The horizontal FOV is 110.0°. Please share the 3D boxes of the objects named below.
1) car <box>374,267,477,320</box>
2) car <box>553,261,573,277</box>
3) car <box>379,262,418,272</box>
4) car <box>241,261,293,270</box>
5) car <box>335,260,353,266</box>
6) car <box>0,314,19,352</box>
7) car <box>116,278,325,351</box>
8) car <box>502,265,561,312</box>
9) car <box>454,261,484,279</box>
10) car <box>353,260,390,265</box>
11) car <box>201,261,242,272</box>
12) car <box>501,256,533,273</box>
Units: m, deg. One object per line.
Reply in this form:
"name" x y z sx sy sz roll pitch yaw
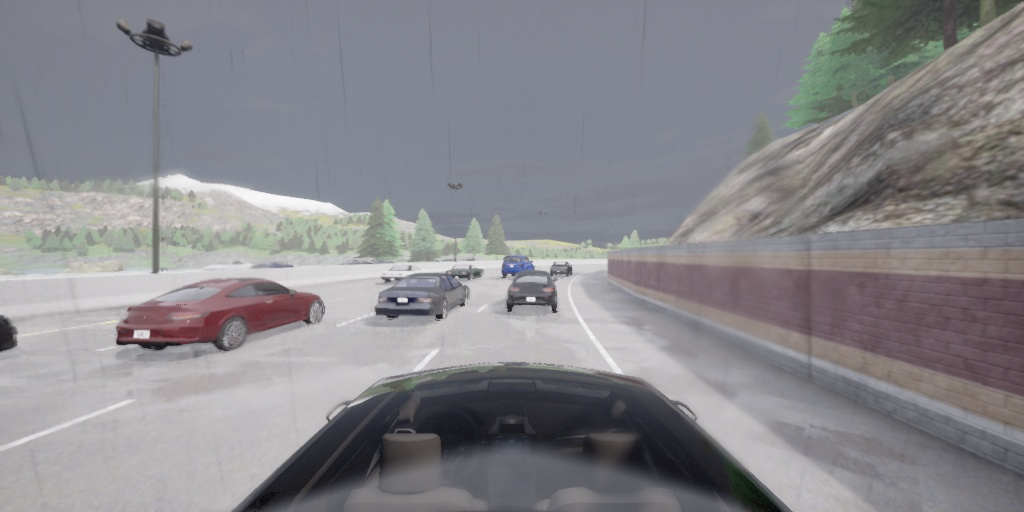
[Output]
"car" -2.851 1.289 12.570 2.033 1.411 5.357 0 0 5
"car" 5.005 1.260 36.016 2.128 1.511 4.902 0 0 15
"car" -7.878 1.327 27.046 1.895 1.301 4.718 0 0 11
"car" -24.056 1.239 35.893 1.994 1.385 4.181 0 0 13
"car" -18.807 1.184 42.462 2.128 1.511 4.902 0 0 16
"car" -10.271 1.222 4.666 1.837 1.490 4.892 0 0 1
"car" -6.599 1.255 8.804 1.812 1.442 4.674 0 0 3
"car" 0.849 1.279 14.247 1.812 1.442 4.674 0 0 5
"car" -3.781 1.341 29.683 1.895 1.301 4.718 0 0 12
"car" -15.447 1.195 41.456 2.128 1.511 4.902 0 0 16
"car" -27.764 1.189 35.362 1.812 1.442 4.674 0 0 13
"car" 0.608 0.976 33.159 2.150 2.045 5.566 0 0 14
